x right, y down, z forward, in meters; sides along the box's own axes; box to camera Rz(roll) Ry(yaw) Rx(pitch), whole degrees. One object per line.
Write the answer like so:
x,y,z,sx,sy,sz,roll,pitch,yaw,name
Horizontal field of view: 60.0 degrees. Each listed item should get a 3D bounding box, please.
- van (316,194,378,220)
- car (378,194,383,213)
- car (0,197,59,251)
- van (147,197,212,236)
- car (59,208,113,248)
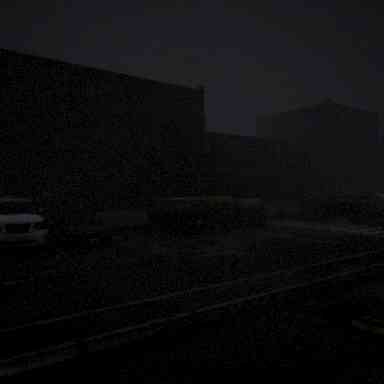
12.690,1.228,28.003,1.878,1.987,4.442,0,0,-36,van
17.116,1.192,31.289,2.435,2.045,5.566,0,0,-36,car
-7.525,1.232,13.600,2.435,2.045,5.566,0,0,-36,car
-0.886,1.263,18.545,1.878,1.987,4.442,0,0,-36,van
-5.284,1.517,15.208,2.163,1.488,4.792,0,0,-36,car
